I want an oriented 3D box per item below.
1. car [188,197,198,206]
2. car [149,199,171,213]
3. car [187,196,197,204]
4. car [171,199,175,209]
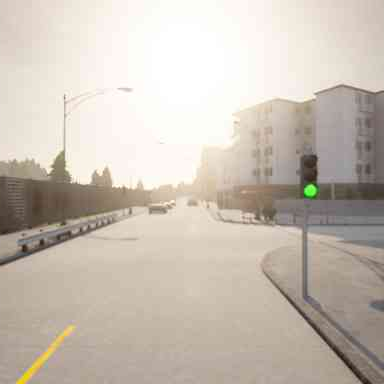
[{"bbox_3d":[0.123,2.041,65.715,1.994,1.385,4.181,0,0,0],"label":"car"},{"bbox_3d":[-4.078,1.860,40.779,1.994,1.385,4.181,0,0,0],"label":"car"},{"bbox_3d":[0.030,1.912,76.759,2.097,1.767,4.553,0,0,0],"label":"car"},{"bbox_3d":[-4.075,1.895,50.865,1.812,1.442,4.674,0,0,0],"label":"car"}]
